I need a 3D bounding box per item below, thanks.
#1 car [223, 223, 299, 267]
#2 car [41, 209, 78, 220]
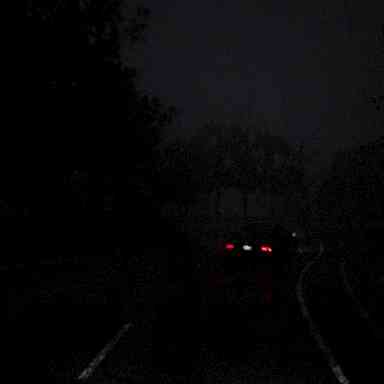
[{"bbox_3d":[2.882,1.941,13.026,2.033,1.411,5.357,-1,-2,26],"label":"car"},{"bbox_3d":[-17.454,3.005,44.166,4.892,1.490,1.837,0,-3,-2],"label":"car"}]
